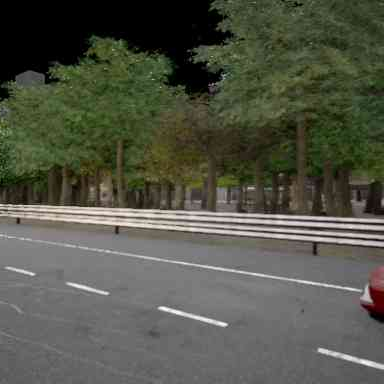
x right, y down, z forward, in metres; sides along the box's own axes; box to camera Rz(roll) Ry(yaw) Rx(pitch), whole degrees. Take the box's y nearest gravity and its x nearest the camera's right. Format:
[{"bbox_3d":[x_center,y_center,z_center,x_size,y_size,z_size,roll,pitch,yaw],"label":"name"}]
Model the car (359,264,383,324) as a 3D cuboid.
[{"bbox_3d":[5.000,1.602,4.601,4.718,1.301,1.895,0,0,35],"label":"car"}]
